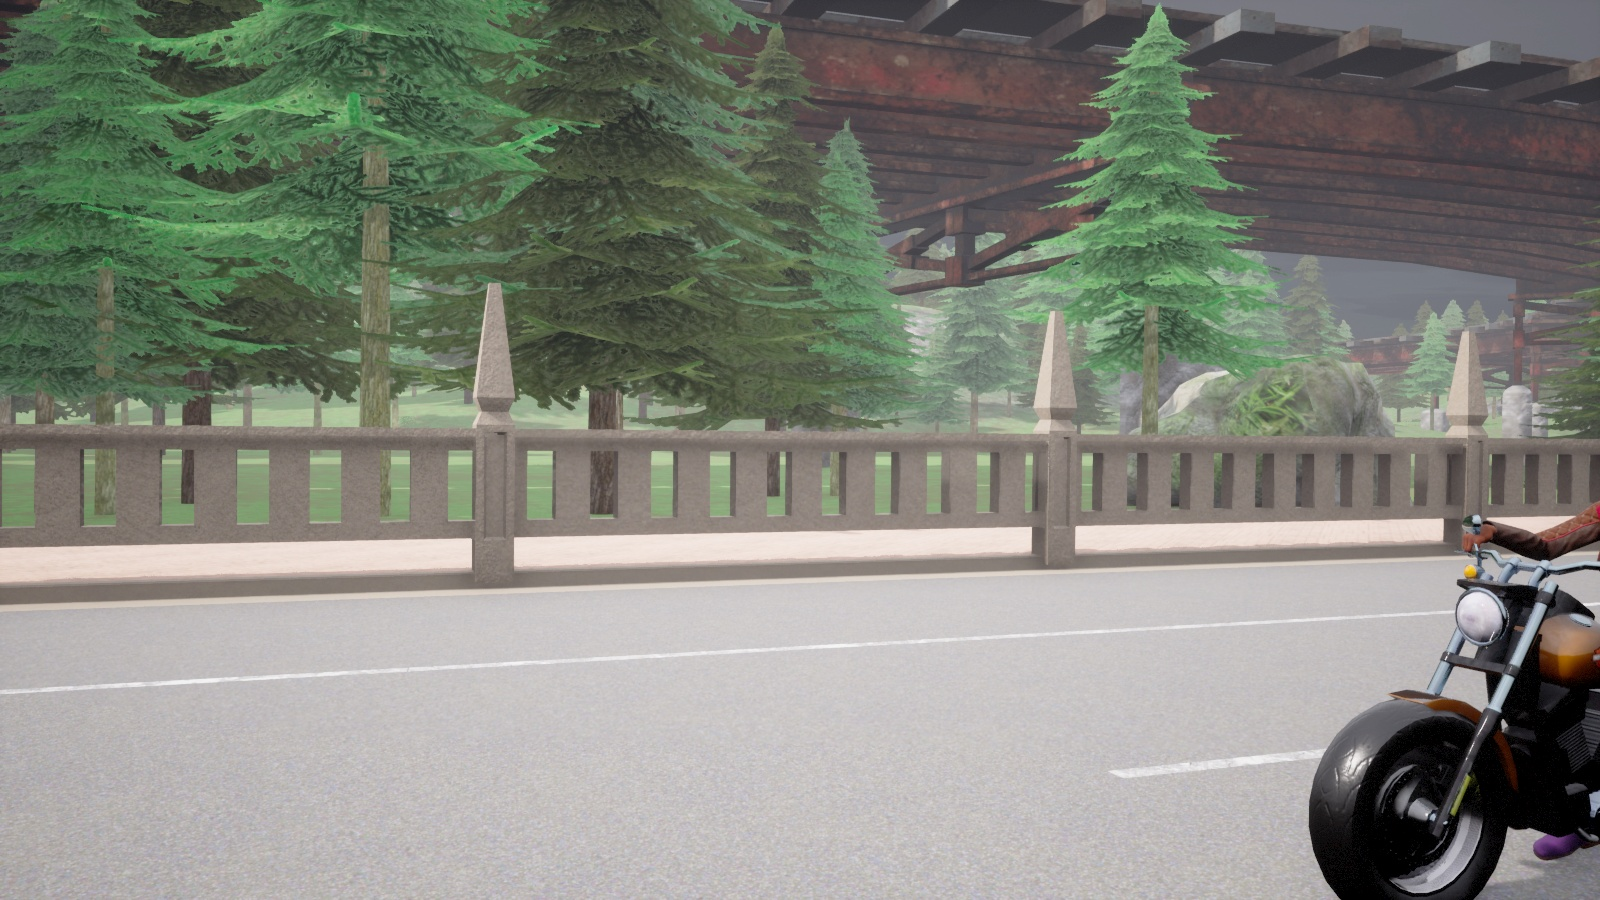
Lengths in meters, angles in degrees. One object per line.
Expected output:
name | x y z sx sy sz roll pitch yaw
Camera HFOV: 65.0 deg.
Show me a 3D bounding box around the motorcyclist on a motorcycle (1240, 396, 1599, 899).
motorcyclist on a motorcycle | 2.716 0.650 4.271 2.350 1.649 0.766 -1 1 -21
